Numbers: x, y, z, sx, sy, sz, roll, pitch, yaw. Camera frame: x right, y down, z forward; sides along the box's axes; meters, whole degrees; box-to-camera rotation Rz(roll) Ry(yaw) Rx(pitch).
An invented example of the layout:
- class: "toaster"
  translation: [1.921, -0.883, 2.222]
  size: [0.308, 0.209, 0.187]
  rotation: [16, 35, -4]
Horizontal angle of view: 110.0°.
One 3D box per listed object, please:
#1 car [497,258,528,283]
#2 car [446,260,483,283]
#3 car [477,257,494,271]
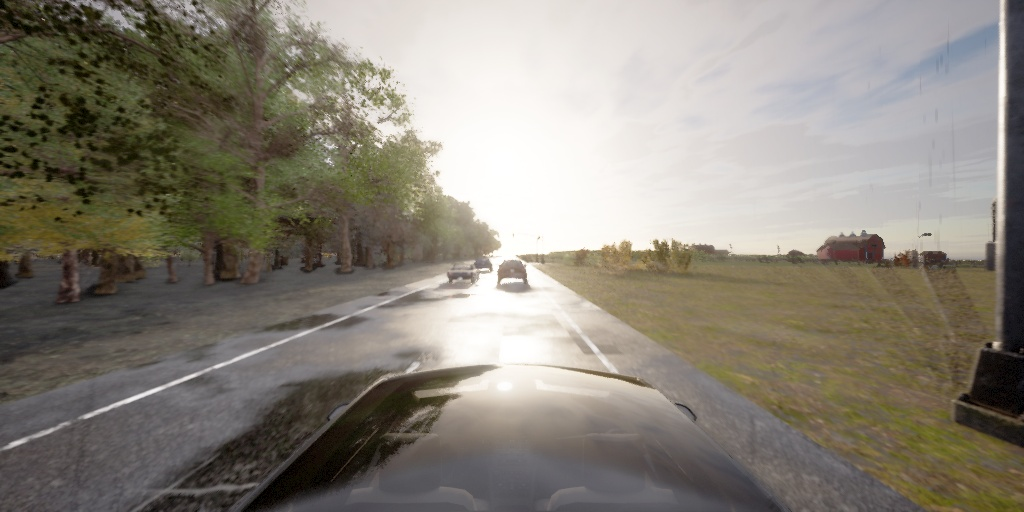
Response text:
- class: "car"
  translation: [0.035, 0.974, 26.157]
  size: [2.097, 1.767, 4.553]
  rotation: [0, 0, 1]
- class: "car"
  translation: [-3.463, 1.223, 26.359]
  size: [1.895, 1.301, 4.718]
  rotation: [0, 0, 1]
- class: "car"
  translation: [-3.424, 0.871, 44.733]
  size: [2.097, 1.767, 4.553]
  rotation: [0, 0, 0]
